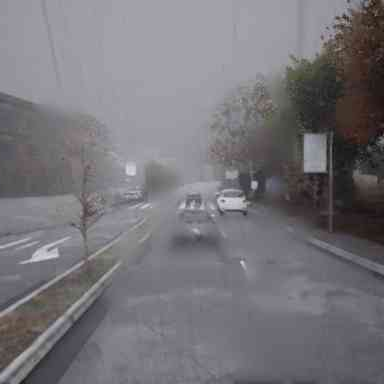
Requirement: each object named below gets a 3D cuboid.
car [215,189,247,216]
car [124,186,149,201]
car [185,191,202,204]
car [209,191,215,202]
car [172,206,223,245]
[{"bbox_3d":[3.287,0.792,27.800,2.150,2.045,5.566,0,1,2],"label":"car"},{"bbox_3d":[-8.039,0.184,46.957,2.435,2.045,5.566,0,2,0],"label":"car"},{"bbox_3d":[0.194,0.671,40.505,1.837,1.490,4.892,0,2,0],"label":"car"},{"bbox_3d":[3.352,0.581,43.963,1.812,1.442,4.674,0,2,0],"label":"car"},{"bbox_3d":[0.138,1.503,15.241,1.994,1.385,4.181,0,1,0],"label":"car"}]
